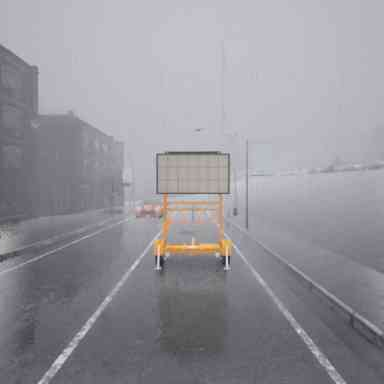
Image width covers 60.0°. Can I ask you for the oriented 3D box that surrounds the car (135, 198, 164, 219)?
[{"bbox_3d":[-3.512,1.341,28.512,2.097,1.767,4.553,0,0,0],"label":"car"}]

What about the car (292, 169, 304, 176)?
[{"bbox_3d":[22.432,-3.779,66.151,2.097,1.535,5.008,0,1,-4],"label":"car"}]

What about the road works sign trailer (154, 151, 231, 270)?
[{"bbox_3d":[0.036,0.460,11.058,2.380,3.560,2.880,0,0,1],"label":"road works sign trailer"}]

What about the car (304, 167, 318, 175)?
[{"bbox_3d":[22.902,-3.803,60.645,2.185,1.767,4.553,0,1,-5],"label":"car"}]

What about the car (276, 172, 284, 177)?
[{"bbox_3d":[21.844,-3.978,77.229,2.231,1.521,4.892,0,1,-1],"label":"car"}]

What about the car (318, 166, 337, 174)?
[{"bbox_3d":[23.523,-3.542,54.955,2.163,1.488,4.792,0,1,-6],"label":"car"}]

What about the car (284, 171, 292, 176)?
[{"bbox_3d":[22.079,-3.841,71.688,2.002,1.452,4.674,0,1,-3],"label":"car"}]

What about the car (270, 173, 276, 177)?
[{"bbox_3d":[21.714,-4.057,82.747,2.231,1.521,4.892,0,1,-1],"label":"car"}]

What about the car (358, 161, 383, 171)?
[{"bbox_3d":[25.033,-3.369,44.120,2.231,1.521,4.892,0,1,-9],"label":"car"}]

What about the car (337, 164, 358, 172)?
[{"bbox_3d":[24.226,-3.431,49.481,2.002,1.452,4.674,0,1,-7],"label":"car"}]
